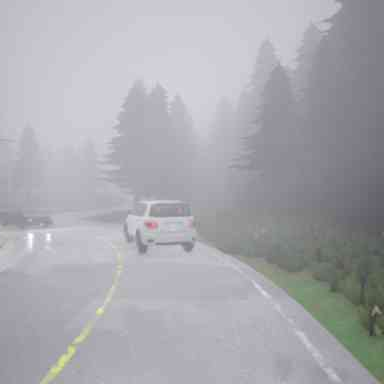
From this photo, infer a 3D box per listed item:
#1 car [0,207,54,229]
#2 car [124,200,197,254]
[{"bbox_3d":[-11.960,1.772,23.724,5.357,1.411,2.033,-1,-1,41],"label":"car"},{"bbox_3d":[-1.537,1.353,14.465,2.150,2.045,5.566,0,0,-19],"label":"car"}]
